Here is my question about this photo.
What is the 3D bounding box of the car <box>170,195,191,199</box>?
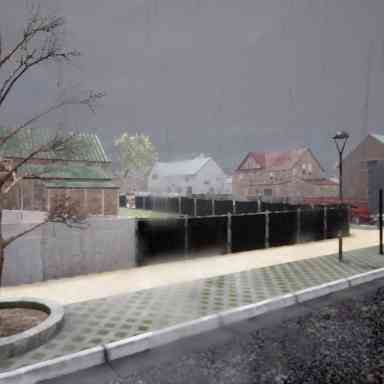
[{"bbox_3d":[-1.169,1.176,39.587,1.837,1.490,4.892,0,1,-34],"label":"car"}]

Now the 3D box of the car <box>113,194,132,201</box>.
[{"bbox_3d":[-12.998,0.998,62.168,1.895,1.301,4.718,0,1,-34],"label":"car"}]

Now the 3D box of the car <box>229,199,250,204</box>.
[{"bbox_3d":[4.528,1.325,31.216,2.033,1.411,5.357,0,1,-34],"label":"car"}]

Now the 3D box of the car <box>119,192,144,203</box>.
[{"bbox_3d":[-9.881,0.856,52.529,2.097,1.767,4.553,0,1,-34],"label":"car"}]

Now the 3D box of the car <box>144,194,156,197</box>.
[{"bbox_3d":[-7.089,1.058,53.497,2.033,1.411,5.357,0,1,-35],"label":"car"}]

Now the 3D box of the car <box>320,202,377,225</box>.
[{"bbox_3d":[10.233,1.408,22.731,1.812,1.442,4.674,0,1,-32],"label":"car"}]
